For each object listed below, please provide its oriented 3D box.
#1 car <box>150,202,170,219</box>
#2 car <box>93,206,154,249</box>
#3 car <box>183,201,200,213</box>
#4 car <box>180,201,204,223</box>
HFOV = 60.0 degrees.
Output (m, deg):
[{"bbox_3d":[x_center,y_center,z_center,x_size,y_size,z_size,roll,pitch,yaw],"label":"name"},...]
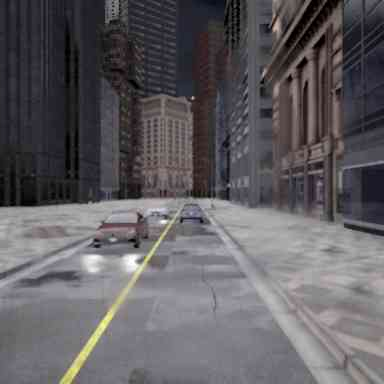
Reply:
[{"bbox_3d":[-3.071,1.643,30.367,1.812,1.442,4.674,0,0,0],"label":"car"},{"bbox_3d":[-3.034,1.590,15.106,1.812,1.442,4.674,0,0,0],"label":"car"},{"bbox_3d":[-0.052,1.757,40.395,1.895,1.301,4.718,0,0,0],"label":"car"},{"bbox_3d":[-0.030,1.647,26.799,2.033,1.411,5.357,0,0,0],"label":"car"}]
